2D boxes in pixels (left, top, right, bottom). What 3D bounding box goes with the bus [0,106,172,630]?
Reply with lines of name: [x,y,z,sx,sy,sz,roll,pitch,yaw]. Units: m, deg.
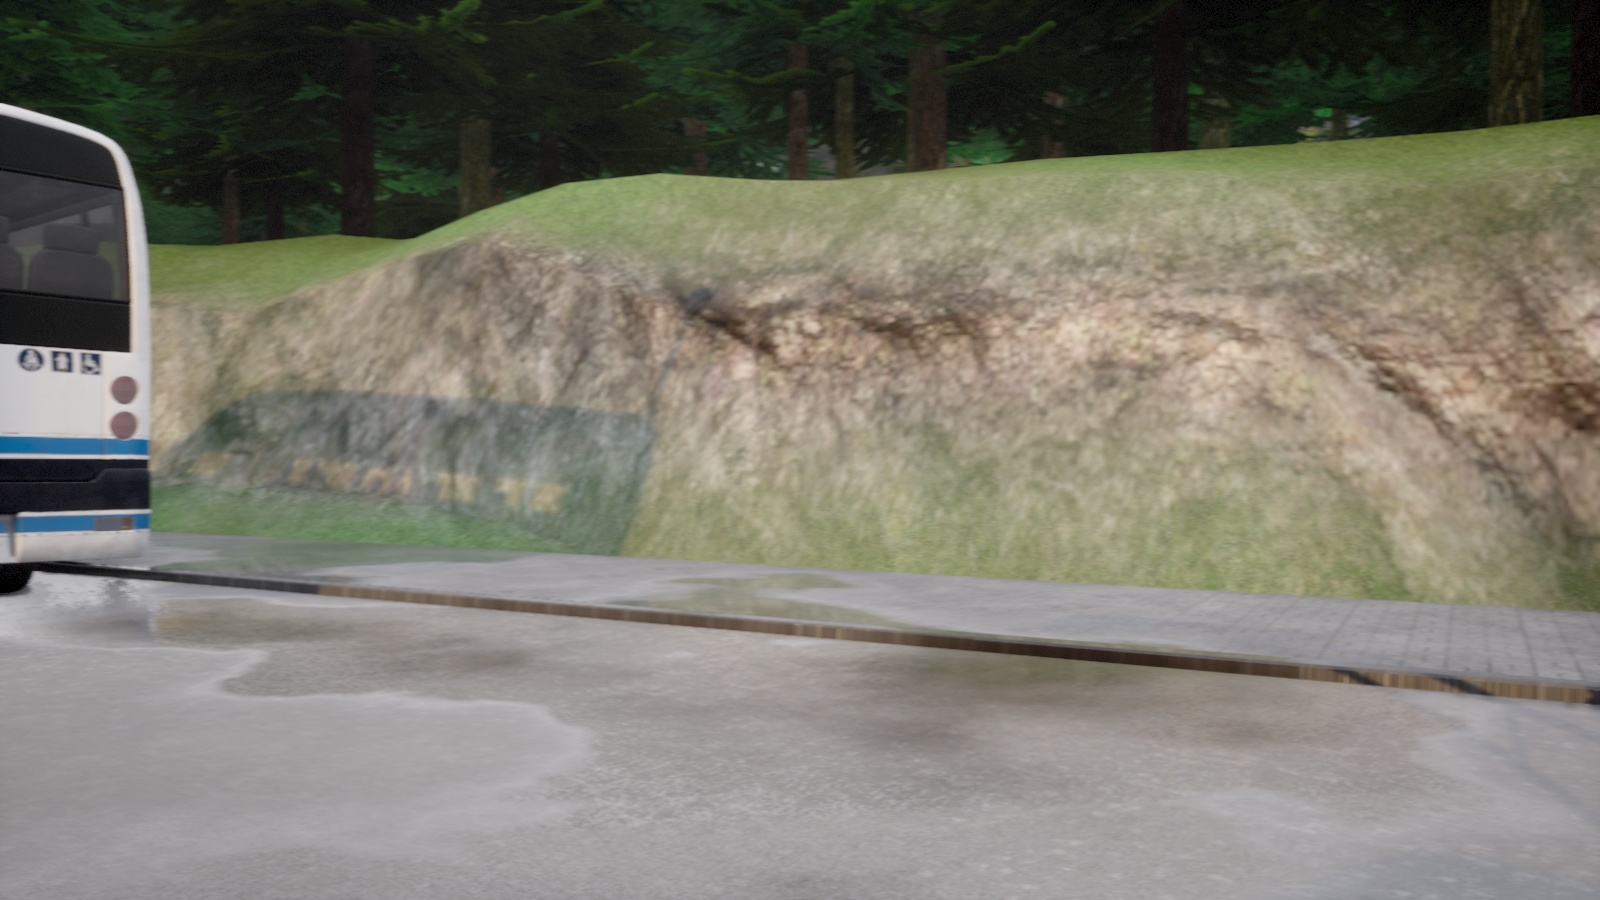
bus: [-10.861,-0.683,12.972,10.273,4.253,3.944,0,-1,40]
